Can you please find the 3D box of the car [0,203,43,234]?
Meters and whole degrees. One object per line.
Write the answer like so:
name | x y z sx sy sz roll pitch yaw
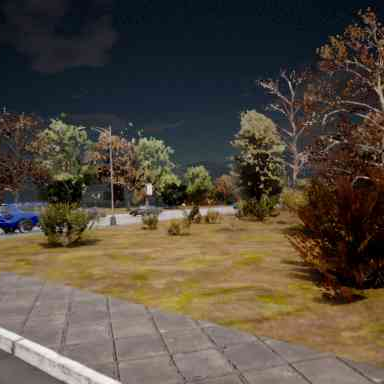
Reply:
car | -11.003 1.780 23.788 2.150 2.045 5.566 -3 -2 34

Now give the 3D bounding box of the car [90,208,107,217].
car | -11.709 2.459 35.886 2.033 1.411 5.357 -3 -2 32

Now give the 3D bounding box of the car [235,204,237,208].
car | 9.384 2.582 62.523 1.895 1.301 4.718 -3 -2 33

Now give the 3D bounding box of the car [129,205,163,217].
car | -6.069 2.509 44.859 2.033 1.411 5.357 -3 -2 32
